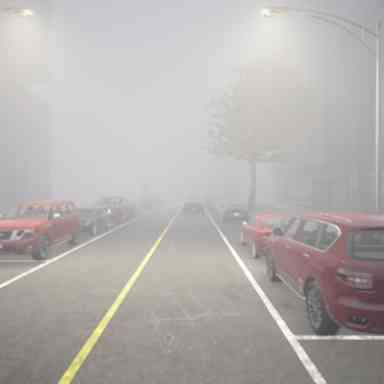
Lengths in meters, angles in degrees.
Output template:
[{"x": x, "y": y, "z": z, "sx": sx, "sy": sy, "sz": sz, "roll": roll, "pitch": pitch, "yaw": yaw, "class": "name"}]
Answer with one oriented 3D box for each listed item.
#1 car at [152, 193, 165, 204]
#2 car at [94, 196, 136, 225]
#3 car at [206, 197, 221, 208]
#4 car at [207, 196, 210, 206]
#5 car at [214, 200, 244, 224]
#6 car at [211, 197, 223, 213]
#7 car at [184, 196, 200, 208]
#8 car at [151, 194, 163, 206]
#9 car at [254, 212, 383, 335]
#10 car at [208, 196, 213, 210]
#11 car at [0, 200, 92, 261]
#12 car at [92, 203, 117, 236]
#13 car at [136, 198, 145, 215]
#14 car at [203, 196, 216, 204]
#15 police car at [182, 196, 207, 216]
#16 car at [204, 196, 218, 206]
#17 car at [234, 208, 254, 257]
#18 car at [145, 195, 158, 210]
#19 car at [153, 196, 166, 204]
[{"x": -5.606, "y": 1.106, "z": 51.701, "sx": 2.192, "sy": 1.841, "sz": 5.009, "roll": 0, "pitch": 0, "yaw": 0, "class": "car"}, {"x": -5.640, "y": 1.209, "z": 23.508, "sx": 2.192, "sy": 1.841, "sz": 5.009, "roll": 0, "pitch": 0, "yaw": 0, "class": "car"}, {"x": 2.913, "y": 1.390, "z": 46.050, "sx": 1.802, "sy": 1.307, "sz": 4.206, "roll": 0, "pitch": 0, "yaw": 0, "class": "car"}, {"x": 2.906, "y": 1.267, "z": 40.411, "sx": 1.967, "sy": 1.590, "sz": 4.097, "roll": 0, "pitch": 0, "yaw": 0, "class": "car"}, {"x": 2.886, "y": 1.460, "z": 23.492, "sx": 1.947, "sy": 1.339, "sz": 4.313, "roll": 0, "pitch": 0, "yaw": 0, "class": "car"}, {"x": 2.892, "y": 1.395, "z": 29.302, "sx": 1.752, "sy": 1.417, "sz": 4.829, "roll": 0, "pitch": 0, "yaw": 0, "class": "car"}, {"x": 0.079, "y": 1.300, "z": 46.461, "sx": 2.128, "sy": 1.511, "sz": 4.902, "roll": 0, "pitch": 0, "yaw": 0, "class": "car"}, {"x": -5.612, "y": 1.374, "z": 46.064, "sx": 1.947, "sy": 1.339, "sz": 4.313, "roll": 0, "pitch": 0, "yaw": 0, "class": "car"}, {"x": 2.865, "y": 1.285, "z": 6.573, "sx": 2.192, "sy": 1.841, "sz": 5.009, "roll": 0, "pitch": 0, "yaw": 0, "class": "car"}, {"x": 2.899, "y": 1.430, "z": 34.771, "sx": 1.802, "sy": 1.307, "sz": 4.206, "roll": 0, "pitch": 0, "yaw": 0, "class": "car"}, {"x": -5.654, "y": 1.260, "z": 12.231, "sx": 2.192, "sy": 1.841, "sz": 5.009, "roll": 0, "pitch": 0, "yaw": 0, "class": "car"}, {"x": -5.646, "y": 1.485, "z": 17.871, "sx": 1.947, "sy": 1.339, "sz": 4.313, "roll": 0, "pitch": 0, "yaw": 0, "class": "car"}, {"x": -5.632, "y": 1.415, "z": 29.148, "sx": 1.887, "sy": 1.381, "sz": 4.507, "roll": 0, "pitch": 0, "yaw": 0, "class": "car"}, {"x": 2.927, "y": 1.341, "z": 57.329, "sx": 1.947, "sy": 1.339, "sz": 4.313, "roll": 0, "pitch": 0, "yaw": 0, "class": "car"}, {"x": 0.134, "y": 1.286, "z": 31.363, "sx": 1.930, "sy": 1.638, "sz": 5.238, "roll": 0, "pitch": 0, "yaw": 0, "class": "police car"}, {"x": 2.920, "y": 1.356, "z": 51.689, "sx": 1.947, "sy": 1.339, "sz": 4.313, "roll": 0, "pitch": 0, "yaw": 0, "class": "car"}, {"x": 2.872, "y": 1.489, "z": 12.213, "sx": 1.887, "sy": 1.381, "sz": 4.507, "roll": 0, "pitch": 0, "yaw": 0, "class": "car"}, {"x": -5.619, "y": 1.393, "z": 40.426, "sx": 1.947, "sy": 1.339, "sz": 4.313, "roll": 0, "pitch": 0, "yaw": 0, "class": "car"}, {"x": -5.598, "y": 1.357, "z": 57.342, "sx": 1.802, "sy": 1.307, "sz": 4.206, "roll": 0, "pitch": 0, "yaw": 0, "class": "car"}]
